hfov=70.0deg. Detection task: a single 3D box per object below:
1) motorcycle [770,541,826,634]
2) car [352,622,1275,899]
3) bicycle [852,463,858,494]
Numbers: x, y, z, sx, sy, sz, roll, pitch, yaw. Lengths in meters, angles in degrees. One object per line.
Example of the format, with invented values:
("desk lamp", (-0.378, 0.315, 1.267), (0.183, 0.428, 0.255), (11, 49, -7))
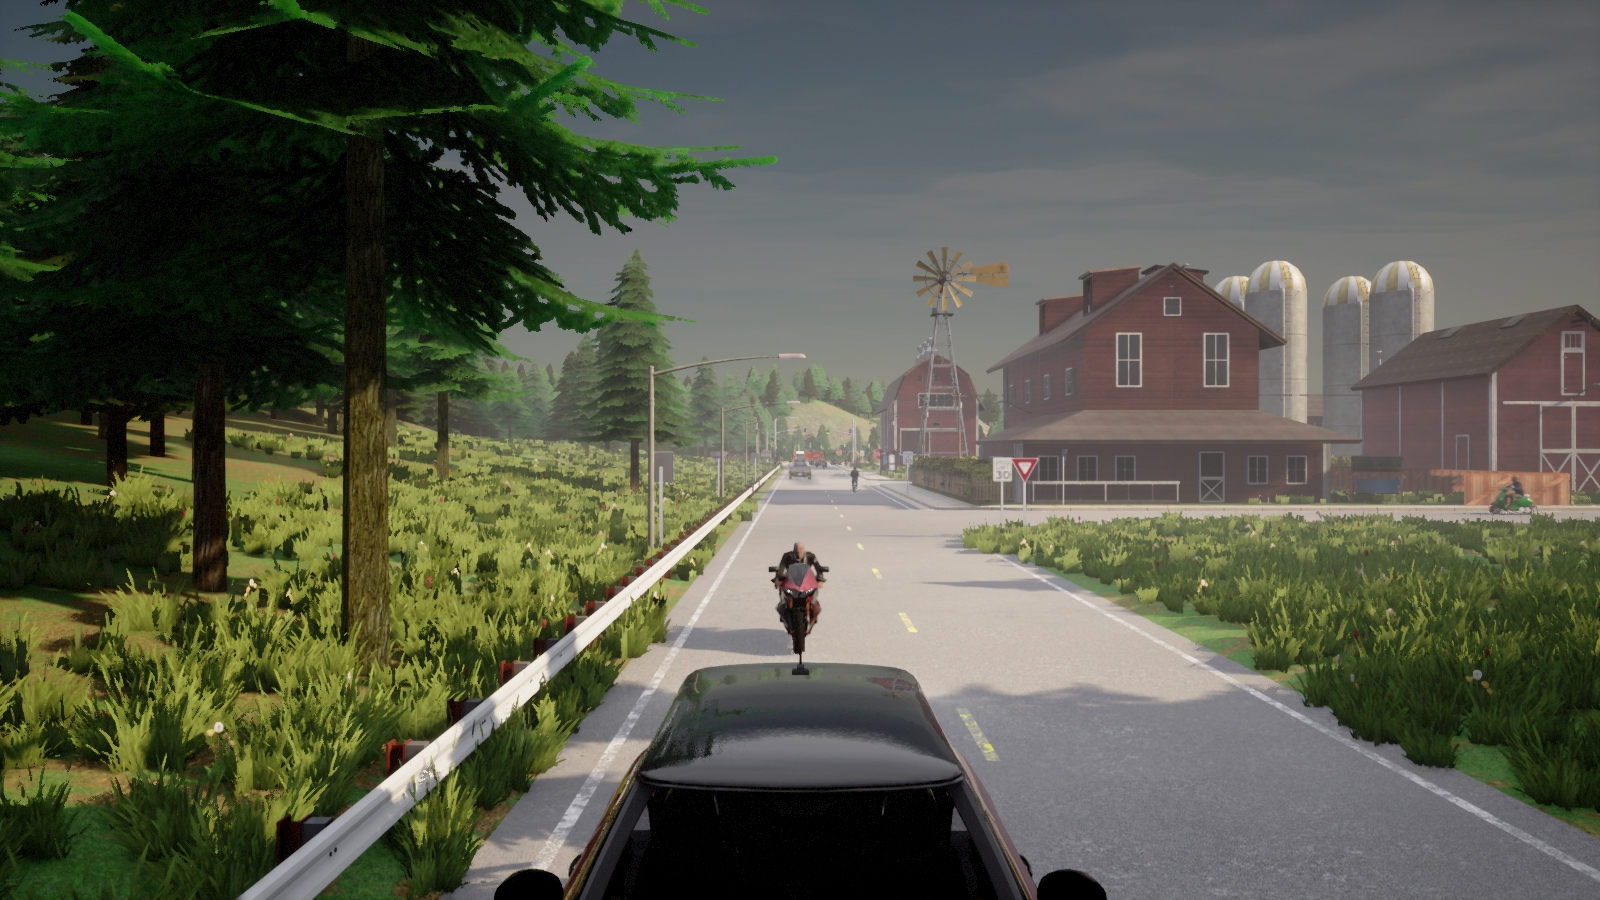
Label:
("motorcycle", (-0.031, 2.205, 18.677), (0.867, 1.251, 2.209), (0, 0, 0))
("car", (0.033, 1.906, 4.501), (2.097, 1.767, 4.553), (0, 0, 0))
("bicycle", (3.513, 1.836, 73.322), (0.329, 1.919, 1.835), (0, 0, 0))
